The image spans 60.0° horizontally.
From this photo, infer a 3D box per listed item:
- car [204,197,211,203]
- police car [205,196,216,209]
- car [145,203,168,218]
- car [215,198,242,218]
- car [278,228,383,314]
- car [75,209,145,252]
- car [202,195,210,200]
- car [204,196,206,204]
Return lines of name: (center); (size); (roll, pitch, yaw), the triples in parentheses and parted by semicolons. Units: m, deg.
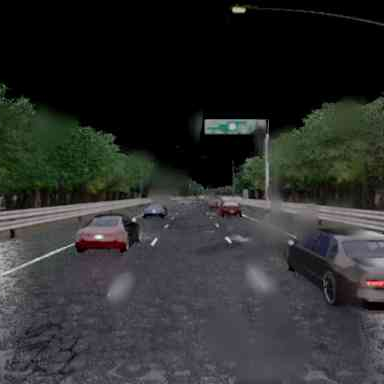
car: (4.355, 2.182, 93.786); (2.163, 1.488, 4.792); (0, -1, 2)
police car: (3.534, 1.753, 50.113); (2.038, 1.542, 4.974); (0, 0, 0)
car: (-3.378, 1.699, 31.530); (1.994, 1.385, 4.181); (0, 0, 0)
car: (3.622, 1.617, 32.377); (1.882, 1.535, 5.008); (0, 0, 0)
car: (3.608, 1.578, 7.947); (2.033, 1.411, 5.357); (0, 0, 0)
car: (-3.390, 1.621, 14.115); (1.994, 1.385, 4.181); (0, 0, 0)
car: (3.707, 1.786, 71.928); (2.097, 1.767, 4.553); (0, -1, 1)
car: (3.564, 1.883, 61.053); (2.033, 1.411, 5.357); (0, 0, 0)
